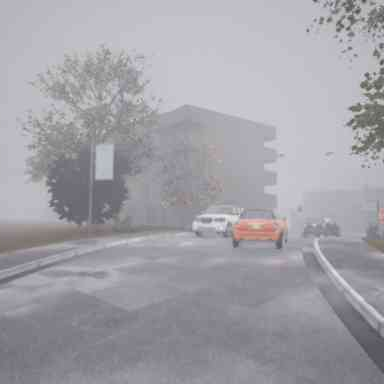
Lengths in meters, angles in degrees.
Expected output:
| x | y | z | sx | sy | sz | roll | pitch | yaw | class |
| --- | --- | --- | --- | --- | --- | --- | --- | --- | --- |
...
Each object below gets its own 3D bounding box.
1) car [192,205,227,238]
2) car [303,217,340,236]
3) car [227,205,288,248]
| x | y | z | sx | sy | sz | roll | pitch | yaw | class |
| --- | --- | --- | --- | --- | --- | --- | --- | --- | --- |
| 2.039 | 1.852 | 21.700 | 2.150 | 2.045 | 5.566 | -2 | -6 | 27 | car |
| 11.713 | 3.091 | 29.887 | 2.097 | 1.767 | 4.553 | -3 | -7 | 39 | car |
| 3.314 | 1.551 | 15.654 | 2.097 | 1.767 | 4.553 | -1 | -3 | 19 | car |
